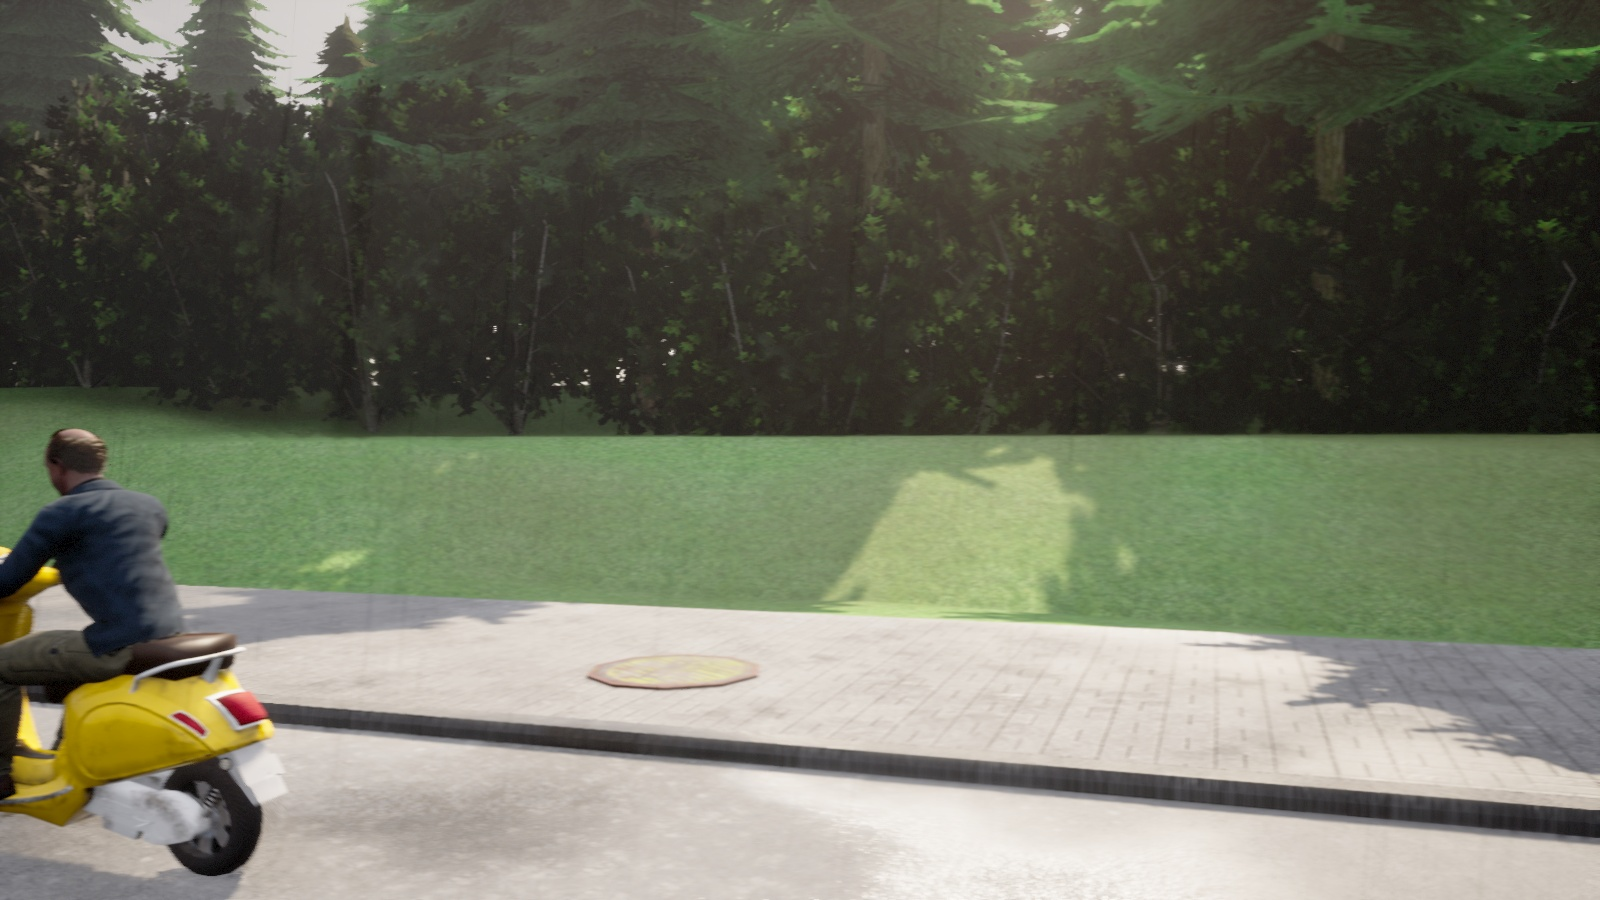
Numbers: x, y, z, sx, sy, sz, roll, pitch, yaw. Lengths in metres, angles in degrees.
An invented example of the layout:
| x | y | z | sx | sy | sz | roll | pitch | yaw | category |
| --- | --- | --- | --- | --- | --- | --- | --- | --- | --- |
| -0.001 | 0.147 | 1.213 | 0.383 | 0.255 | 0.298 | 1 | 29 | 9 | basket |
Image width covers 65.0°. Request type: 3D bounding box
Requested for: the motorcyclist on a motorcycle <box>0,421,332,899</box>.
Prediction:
| x | y | z | sx | sy | sz | roll | pitch | yaw | category |
| --- | --- | --- | --- | --- | --- | --- | --- | --- | --- |
| -2.786 | 0.695 | 4.657 | 1.817 | 1.590 | 0.866 | 0 | 1 | 19 | motorcyclist on a motorcycle |
